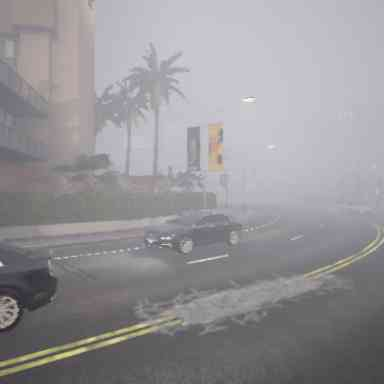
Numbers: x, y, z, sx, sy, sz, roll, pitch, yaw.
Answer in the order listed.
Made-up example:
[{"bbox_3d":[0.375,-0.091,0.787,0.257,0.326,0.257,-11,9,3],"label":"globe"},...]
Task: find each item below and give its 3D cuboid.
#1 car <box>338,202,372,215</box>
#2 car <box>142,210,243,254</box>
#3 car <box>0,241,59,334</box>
[{"bbox_3d":[17.604,1.726,36.181,1.895,1.301,4.718,0,0,5],"label":"car"},{"bbox_3d":[0.187,1.550,13.840,1.837,1.490,4.892,1,0,44],"label":"car"},{"bbox_3d":[-4.701,1.520,5.174,4.892,1.490,1.837,0,0,-36],"label":"car"}]
